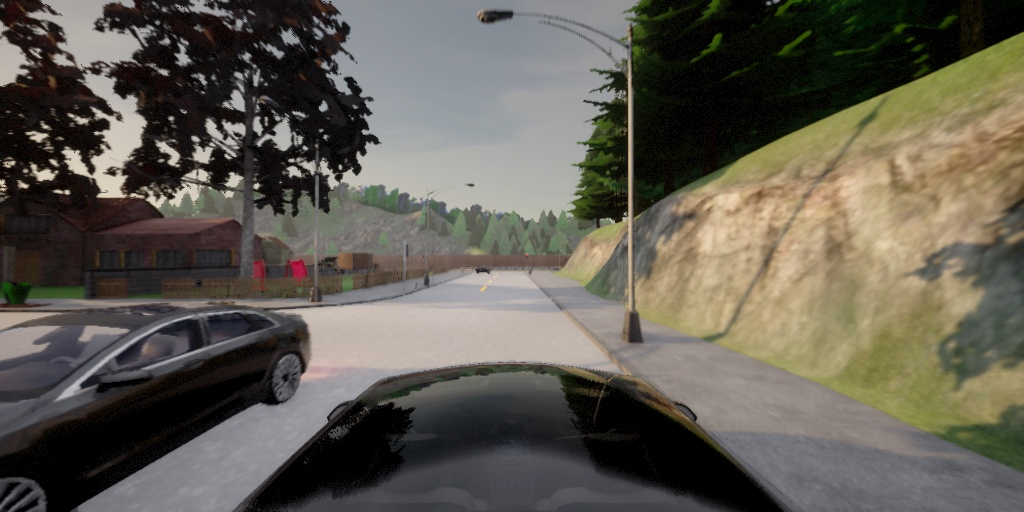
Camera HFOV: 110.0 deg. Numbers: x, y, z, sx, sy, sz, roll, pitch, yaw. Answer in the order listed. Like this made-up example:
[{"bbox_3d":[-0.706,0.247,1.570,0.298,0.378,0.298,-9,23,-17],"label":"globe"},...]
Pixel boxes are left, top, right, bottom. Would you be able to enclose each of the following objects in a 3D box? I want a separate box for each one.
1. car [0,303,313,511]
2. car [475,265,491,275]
[{"bbox_3d":[-4.004,1.302,3.568,2.128,1.511,4.902,0,-1,0],"label":"car"},{"bbox_3d":[-4.007,1.879,49.950,1.895,1.301,4.718,0,-1,0],"label":"car"}]
